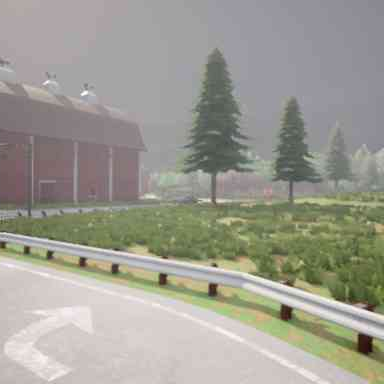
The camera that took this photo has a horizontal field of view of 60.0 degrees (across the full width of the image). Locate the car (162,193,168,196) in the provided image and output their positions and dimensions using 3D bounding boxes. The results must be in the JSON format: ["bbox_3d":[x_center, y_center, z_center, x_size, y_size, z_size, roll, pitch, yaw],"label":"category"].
[{"bbox_3d":[-6.295,1.082,86.822,1.816,1.474,4.193,1,0,36],"label":"car"}]

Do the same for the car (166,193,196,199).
[{"bbox_3d":[-1.173,1.298,47.693,1.837,1.490,4.892,1,0,37],"label":"car"}]
